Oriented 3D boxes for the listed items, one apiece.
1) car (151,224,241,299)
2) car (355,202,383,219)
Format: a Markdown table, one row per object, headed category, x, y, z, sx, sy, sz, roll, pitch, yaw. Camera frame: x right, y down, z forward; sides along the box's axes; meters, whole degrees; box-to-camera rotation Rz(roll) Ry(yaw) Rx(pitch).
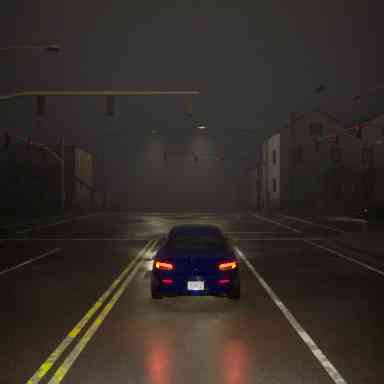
| category | x | y | z | sx | sy | sz | roll | pitch | yaw |
| --- | --- | --- | --- | --- | --- | --- | --- | --- | --- |
| car | 0.086 | 1.526 | 8.304 | 1.812 | 1.442 | 4.674 | 0 | 0 | 0 |
| car | 16.305 | 1.526 | 28.033 | 4.674 | 1.442 | 1.812 | 0 | 0 | -1 |
